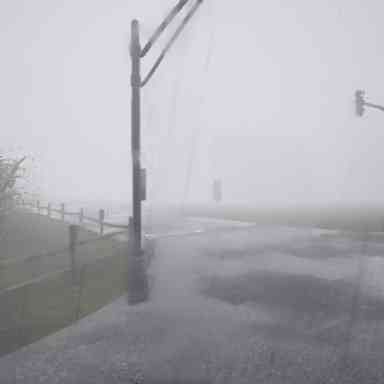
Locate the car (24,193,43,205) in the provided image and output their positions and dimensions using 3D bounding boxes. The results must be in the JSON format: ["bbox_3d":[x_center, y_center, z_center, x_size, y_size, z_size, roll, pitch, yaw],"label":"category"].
[{"bbox_3d":[-23.938,1.005,50.222,2.097,1.767,4.553,-1,1,-35],"label":"car"}]
